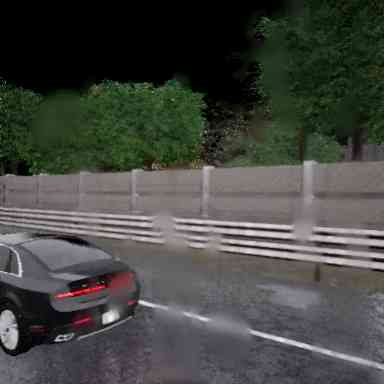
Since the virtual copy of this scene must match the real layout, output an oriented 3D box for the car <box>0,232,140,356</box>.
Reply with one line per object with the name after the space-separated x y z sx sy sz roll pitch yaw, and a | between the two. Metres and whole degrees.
-3.112 1.500 6.090 4.892 1.490 1.837 0 0 36 | car
